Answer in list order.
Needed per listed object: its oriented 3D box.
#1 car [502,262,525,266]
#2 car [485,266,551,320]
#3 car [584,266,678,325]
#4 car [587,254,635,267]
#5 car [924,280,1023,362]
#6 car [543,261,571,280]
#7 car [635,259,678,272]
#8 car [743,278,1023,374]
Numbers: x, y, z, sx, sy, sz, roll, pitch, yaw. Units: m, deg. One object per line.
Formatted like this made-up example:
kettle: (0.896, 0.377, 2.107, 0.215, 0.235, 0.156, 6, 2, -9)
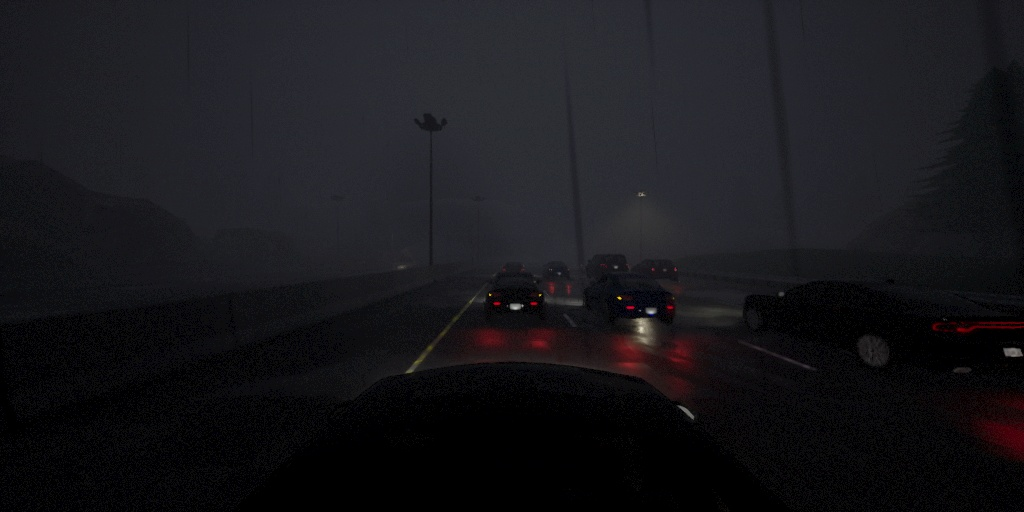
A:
car: (0.114, 1.191, 29.565, 1.994, 1.385, 4.181, 0, 0, 0)
car: (0.092, 1.229, 12.304, 1.812, 1.442, 4.674, 0, 0, 0)
car: (3.592, 1.232, 11.569, 1.812, 1.442, 4.674, 0, 0, 0)
car: (7.113, 0.859, 27.193, 2.150, 2.045, 5.566, 0, 0, 0)
car: (10.603, 1.280, 5.669, 2.033, 1.411, 5.357, 0, 0, 0)
car: (3.601, 1.153, 29.534, 1.812, 1.442, 4.674, 0, 0, 0)
car: (10.611, 0.990, 27.015, 2.097, 1.767, 4.553, 0, 0, 0)
car: (7.104, 1.202, 7.558, 1.882, 1.535, 5.008, 0, 0, 0)
